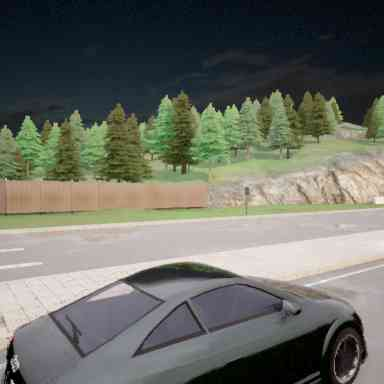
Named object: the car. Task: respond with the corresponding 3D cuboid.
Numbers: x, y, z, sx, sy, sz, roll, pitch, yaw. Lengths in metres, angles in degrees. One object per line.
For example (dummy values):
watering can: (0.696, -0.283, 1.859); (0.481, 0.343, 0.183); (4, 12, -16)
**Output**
car: (0.185, 1.563, 3.878); (4.181, 1.385, 1.994); (0, 0, -35)
